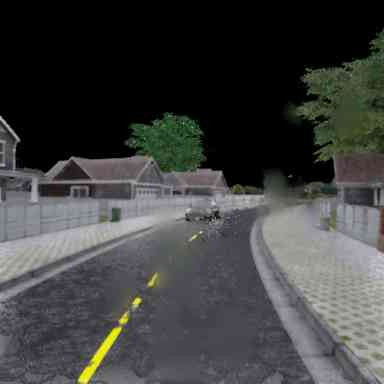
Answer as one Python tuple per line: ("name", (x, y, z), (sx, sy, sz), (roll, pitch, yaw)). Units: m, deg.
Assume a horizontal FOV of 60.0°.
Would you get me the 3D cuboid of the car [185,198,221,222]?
("car", (0.935, 1.393, 26.549), (2.097, 1.767, 4.553), (0, 0, 15))
